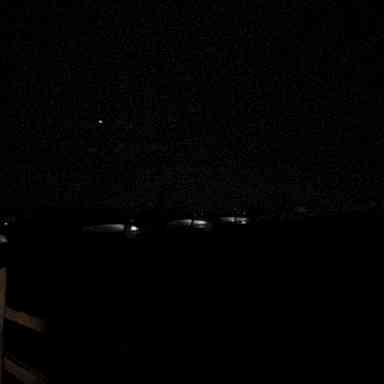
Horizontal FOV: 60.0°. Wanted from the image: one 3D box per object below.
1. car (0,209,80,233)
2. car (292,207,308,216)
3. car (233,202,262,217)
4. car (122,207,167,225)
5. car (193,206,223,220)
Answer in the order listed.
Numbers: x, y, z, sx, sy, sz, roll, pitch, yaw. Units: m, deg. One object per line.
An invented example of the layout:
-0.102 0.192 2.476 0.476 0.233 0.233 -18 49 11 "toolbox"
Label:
-10.287 1.894 22.613 2.033 1.411 5.357 3 0 36 "car"
18.988 3.333 58.208 1.812 1.442 4.674 3 1 37 "car"
8.055 2.510 47.971 2.150 2.045 5.566 3 0 38 "car"
-4.317 2.170 30.899 1.837 1.490 4.892 3 0 36 "car"
1.793 2.488 39.352 1.837 1.490 4.892 3 0 37 "car"
